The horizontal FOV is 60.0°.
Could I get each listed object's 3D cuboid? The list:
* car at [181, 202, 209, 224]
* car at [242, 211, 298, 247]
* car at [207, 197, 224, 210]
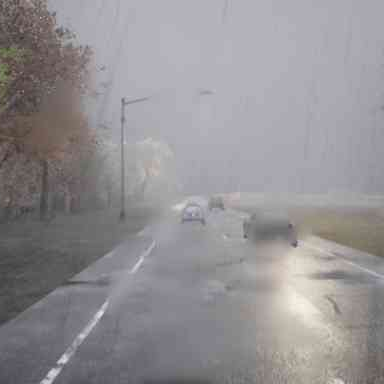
[{"bbox_3d":[0.096,1.819,27.345,2.033,1.411,5.357,0,-1,0],"label":"car"},{"bbox_3d":[3.594,1.669,15.897,1.837,1.490,4.892,0,0,0],"label":"car"},{"bbox_3d":[3.592,1.711,50.541,2.150,2.045,5.566,0,-1,0],"label":"car"}]
